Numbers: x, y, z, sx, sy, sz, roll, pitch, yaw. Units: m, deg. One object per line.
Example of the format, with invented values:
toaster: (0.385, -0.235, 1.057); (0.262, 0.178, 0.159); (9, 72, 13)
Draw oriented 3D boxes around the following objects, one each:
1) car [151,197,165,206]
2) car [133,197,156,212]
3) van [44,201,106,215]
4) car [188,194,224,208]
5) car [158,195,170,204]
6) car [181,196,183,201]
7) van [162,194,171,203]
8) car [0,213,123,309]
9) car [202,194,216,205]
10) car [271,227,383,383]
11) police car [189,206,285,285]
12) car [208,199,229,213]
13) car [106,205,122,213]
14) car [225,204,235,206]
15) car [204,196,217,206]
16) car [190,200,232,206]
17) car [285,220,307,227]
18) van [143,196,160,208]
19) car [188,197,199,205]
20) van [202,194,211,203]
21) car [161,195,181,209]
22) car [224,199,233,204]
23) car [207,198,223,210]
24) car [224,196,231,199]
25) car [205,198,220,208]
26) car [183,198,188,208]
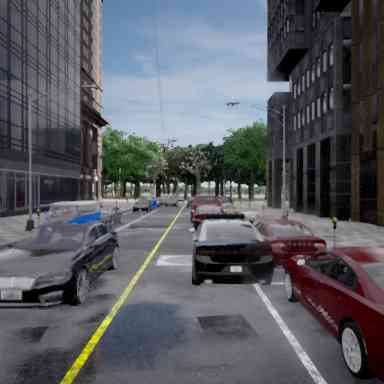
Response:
car: (-5.502, 1.573, 54.320); (1.947, 1.339, 4.313); (0, 0, 0)
car: (-5.581, 1.567, 38.007); (1.947, 1.339, 4.313); (0, 0, 0)
van: (-5.687, 1.340, 16.257); (1.690, 1.788, 3.998); (0, 0, 0)
car: (0.986, 1.222, 25.520); (2.150, 2.045, 5.566); (0, 0, 0)
car: (-5.450, 1.452, 65.195); (1.967, 1.590, 4.097); (0, 0, 0)
car: (-2.642, 1.579, 74.102); (1.994, 1.385, 4.181); (0, 0, 0)
van: (-5.423, 1.356, 70.632); (1.690, 1.788, 3.998); (0, 0, 0)
car: (-3.063, 1.491, 8.111); (2.128, 1.511, 4.902); (0, 0, 0)
car: (3.049, 1.324, 59.716); (2.192, 1.841, 5.009); (0, 0, 0)
car: (2.786, 1.544, 5.341); (1.887, 1.381, 4.507); (0, 0, 0)
police car: (0.945, 1.425, 9.602); (1.930, 1.638, 5.238); (0, 0, 0)
car: (2.944, 1.552, 37.966); (2.008, 1.369, 4.403); (0, 0, 0)
car: (-5.660, 1.550, 21.695); (2.008, 1.369, 4.403); (0, 0, 0)
car: (2.840, 1.524, 16.386); (1.752, 1.417, 4.829); (0, 0, 0)
car: (3.023, 1.447, 54.278); (1.967, 1.590, 4.097); (0, 0, 0)
car: (0.993, 1.477, 19.492); (1.882, 1.535, 5.008); (0, 0, 0)
car: (2.812, 1.544, 10.778); (1.887, 1.381, 4.507); (0, 0, 0)
van: (-5.555, 1.344, 43.445); (1.690, 1.788, 3.998); (0, 0, 0)
car: (0.293, 1.574, 60.683); (1.994, 1.385, 4.181); (0, 0, 0)
van: (3.102, 1.356, 70.591); (1.690, 1.788, 3.998); (0, 0, 0)
car: (-2.871, 1.509, 46.799); (1.837, 1.490, 4.892); (0, 0, 0)
car: (2.892, 1.524, 27.261); (1.752, 1.417, 4.829); (0, 0, 0)
car: (2.971, 1.528, 43.573); (1.752, 1.417, 4.829); (0, 0, 0)
car: (2.917, 1.315, 32.528); (2.192, 1.841, 5.009); (0, 0, 0)
car: (2.997, 1.549, 48.841); (1.887, 1.381, 4.507); (0, 0, 0)
car: (0.244, 1.495, 47.451); (2.128, 1.511, 4.902); (0, 0, 1)
